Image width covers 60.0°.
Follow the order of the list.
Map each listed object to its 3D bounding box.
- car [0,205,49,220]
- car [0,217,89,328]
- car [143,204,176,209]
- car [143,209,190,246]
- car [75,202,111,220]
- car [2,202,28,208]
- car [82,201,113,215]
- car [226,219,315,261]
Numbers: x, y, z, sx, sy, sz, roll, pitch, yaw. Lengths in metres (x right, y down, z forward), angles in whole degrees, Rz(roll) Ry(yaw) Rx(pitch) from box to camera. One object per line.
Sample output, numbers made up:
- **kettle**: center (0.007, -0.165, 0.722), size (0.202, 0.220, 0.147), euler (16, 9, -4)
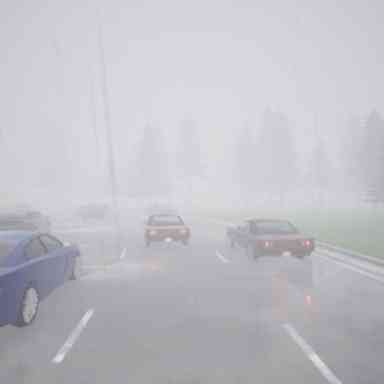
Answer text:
- **car**: center (-8.831, 1.686, 17.523), size (1.837, 1.490, 4.892), euler (0, 0, -11)
- **car**: center (-3.828, 1.553, 7.101), size (1.882, 1.535, 5.008), euler (0, 0, -4)
- **car**: center (-3.396, 1.840, 34.094), size (1.895, 1.301, 4.718), euler (0, 0, -29)
- **car**: center (-1.365, 1.712, 15.965), size (1.895, 1.301, 4.718), euler (0, 0, -10)
- **car**: center (-9.289, 1.810, 30.086), size (2.033, 1.411, 5.357), euler (0, 0, -29)
- **car**: center (-20.357, 1.882, 38.536), size (5.008, 1.535, 1.882), euler (-1, -1, 43)
- **car**: center (-11.096, 1.857, 38.828), size (1.812, 1.442, 4.674), euler (0, -1, -39)
- **car**: center (2.665, 1.658, 12.566), size (1.895, 1.301, 4.718), euler (0, 0, -7)
